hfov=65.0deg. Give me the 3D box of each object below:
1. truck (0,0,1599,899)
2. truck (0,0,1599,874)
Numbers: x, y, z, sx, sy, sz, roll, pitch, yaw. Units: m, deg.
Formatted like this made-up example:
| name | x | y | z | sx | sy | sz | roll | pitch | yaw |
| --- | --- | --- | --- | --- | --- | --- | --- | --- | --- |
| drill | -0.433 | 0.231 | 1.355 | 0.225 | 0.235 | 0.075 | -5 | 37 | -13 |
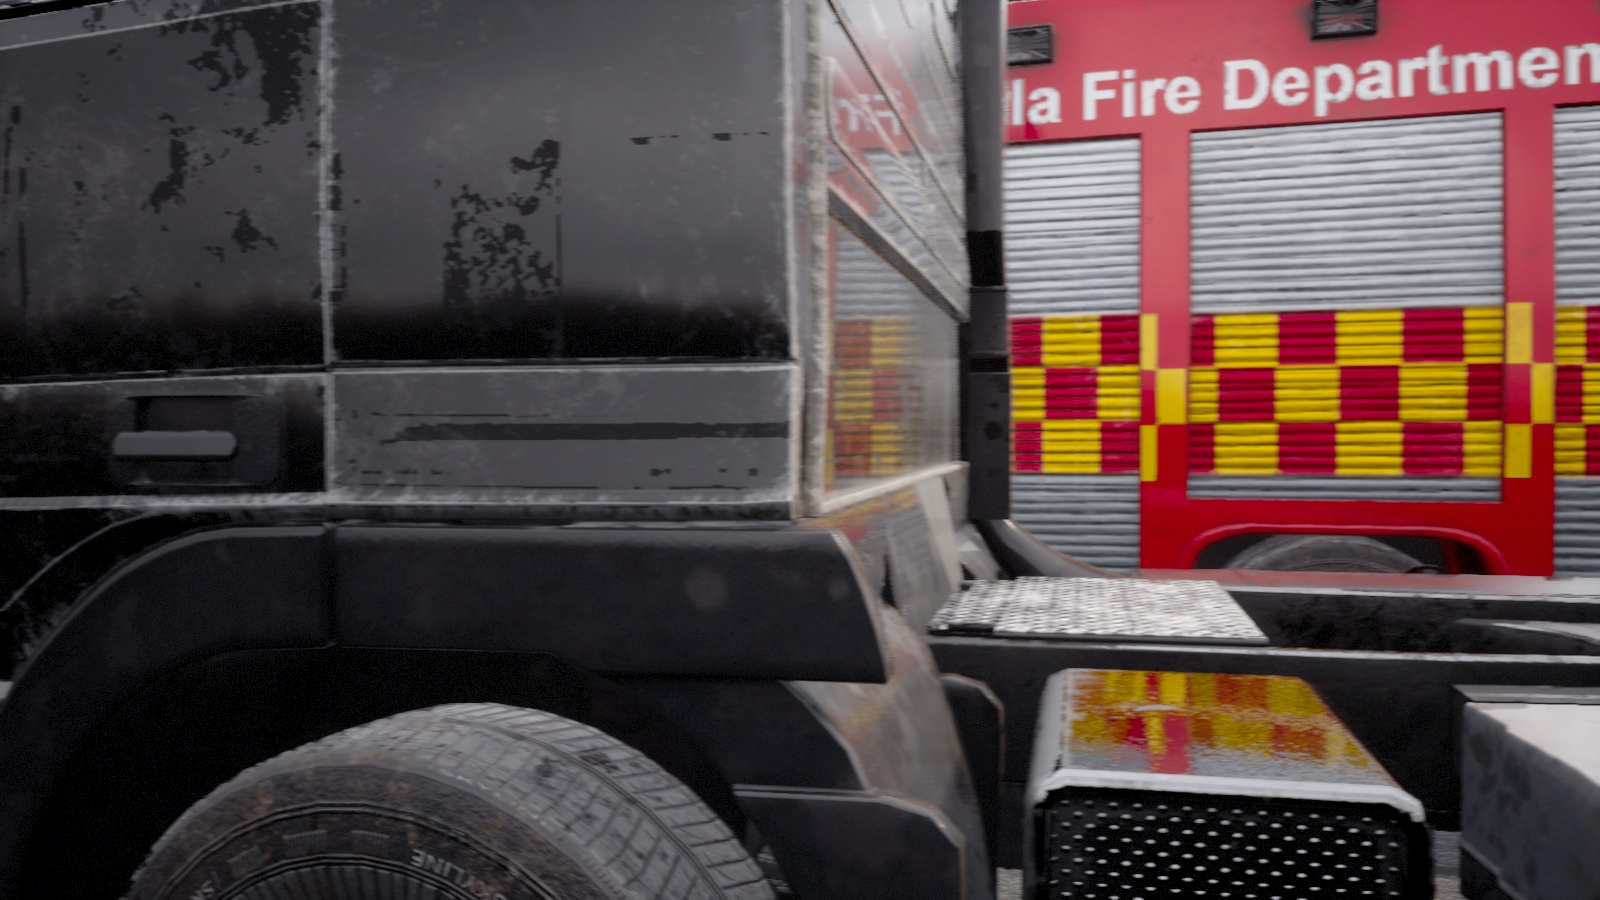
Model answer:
| name | x | y | z | sx | sy | sz | roll | pitch | yaw |
| --- | --- | --- | --- | --- | --- | --- | --- | --- | --- |
| truck | 1.843 | -0.185 | 2.559 | 7.936 | 3.462 | 2.891 | 0 | 1 | 13 |
| truck | -0.225 | -0.442 | 6.946 | 8.468 | 3.827 | 2.891 | 0 | 1 | 17 |
